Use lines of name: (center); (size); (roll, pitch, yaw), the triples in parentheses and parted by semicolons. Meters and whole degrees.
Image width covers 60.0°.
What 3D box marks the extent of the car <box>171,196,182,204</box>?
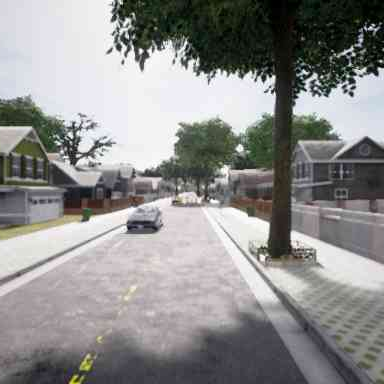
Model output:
car: (-2.800, 1.456, 61.706); (1.882, 1.535, 5.008); (0, 0, 1)

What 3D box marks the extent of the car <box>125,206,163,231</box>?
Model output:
car: (-2.855, 1.574, 21.132); (2.033, 1.411, 5.357); (0, 0, 0)

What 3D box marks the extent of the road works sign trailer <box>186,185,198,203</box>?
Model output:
road works sign trailer: (-0.014, 0.425, 69.583); (2.380, 3.560, 2.880); (0, 0, 0)
